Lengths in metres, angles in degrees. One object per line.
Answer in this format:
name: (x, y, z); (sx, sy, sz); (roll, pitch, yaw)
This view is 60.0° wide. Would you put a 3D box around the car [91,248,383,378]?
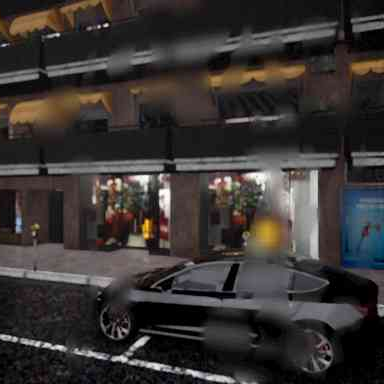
car: (0.530, 1.579, 5.221); (4.313, 1.339, 1.947); (0, 0, 19)
